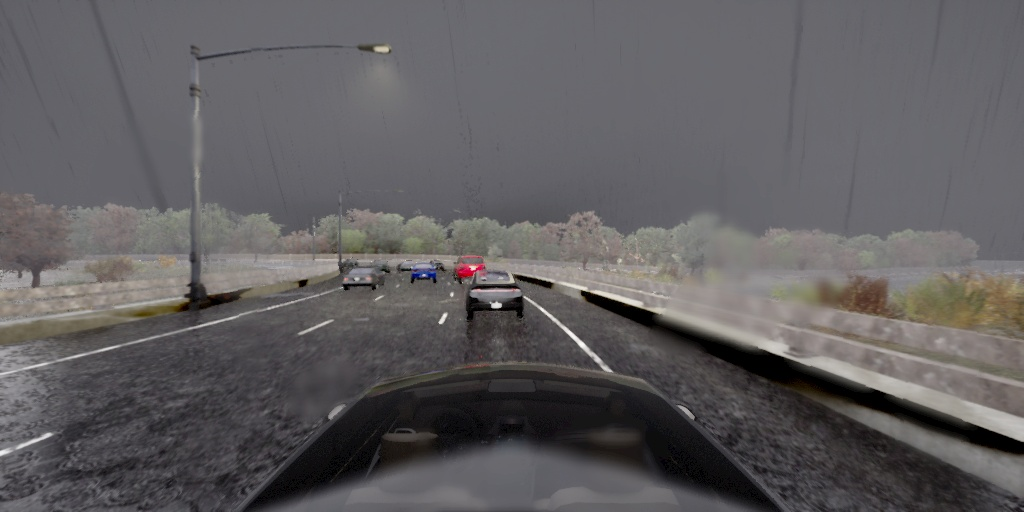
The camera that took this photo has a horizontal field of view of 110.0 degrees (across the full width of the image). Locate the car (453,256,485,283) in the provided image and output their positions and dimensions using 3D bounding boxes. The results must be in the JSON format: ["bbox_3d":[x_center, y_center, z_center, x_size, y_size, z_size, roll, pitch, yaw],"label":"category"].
[{"bbox_3d":[-3.389,1.015,28.477,2.150,2.045,5.566,0,0,-13],"label":"car"}]

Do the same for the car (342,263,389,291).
[{"bbox_3d":[-9.266,1.367,22.788,2.033,1.411,5.357,0,0,-11],"label":"car"}]

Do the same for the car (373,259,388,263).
[{"bbox_3d":[-17.263,1.235,46.686,2.097,1.767,4.553,0,0,-25],"label":"car"}]

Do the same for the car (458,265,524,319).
[{"bbox_3d":[-0.710,1.255,13.020,2.128,1.511,4.902,0,0,-6],"label":"car"}]

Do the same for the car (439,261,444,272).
[{"bbox_3d":[-10.613,1.353,48.998,1.837,1.490,4.892,0,0,-25],"label":"car"}]

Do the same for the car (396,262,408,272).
[{"bbox_3d":[-14.530,1.434,49.072,1.994,1.385,4.181,0,0,-25],"label":"car"}]

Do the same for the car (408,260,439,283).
[{"bbox_3d":[-7.246,1.291,29.418,1.882,1.535,5.008,0,0,-14],"label":"car"}]
